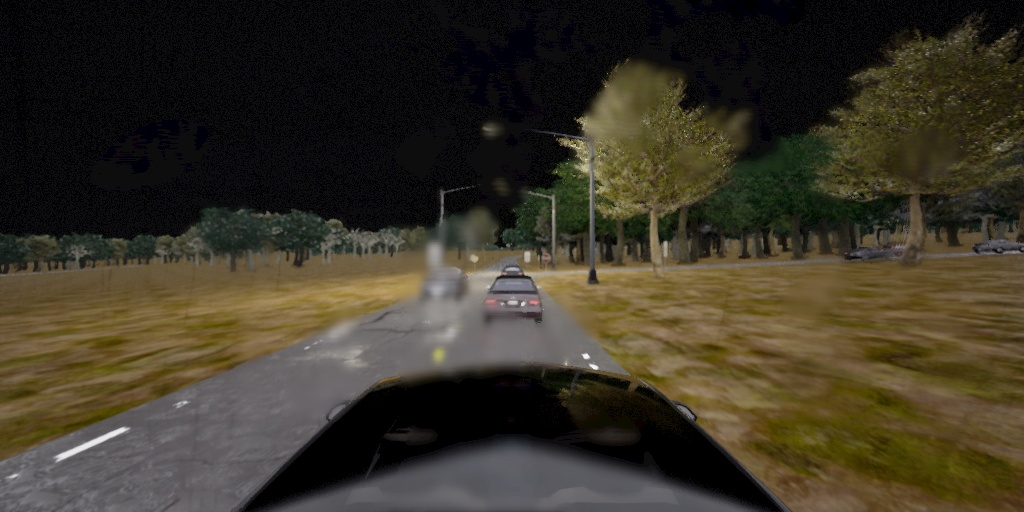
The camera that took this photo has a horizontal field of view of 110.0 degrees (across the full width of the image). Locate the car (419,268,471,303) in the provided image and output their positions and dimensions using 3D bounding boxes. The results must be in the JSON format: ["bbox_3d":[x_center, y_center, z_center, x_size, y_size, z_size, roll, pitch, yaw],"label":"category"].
[{"bbox_3d":[-3.097,1.335,17.344,2.128,1.511,4.902,0,0,0],"label":"car"}]

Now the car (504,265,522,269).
[{"bbox_3d":[0.068,1.431,27.944,1.812,1.442,4.674,0,0,1],"label":"car"}]

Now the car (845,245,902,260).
[{"bbox_3d":[39.119,-0.271,39.185,4.181,1.385,1.994,-3,0,0],"label":"car"}]

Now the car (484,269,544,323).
[{"bbox_3d":[0.064,1.360,12.369,2.033,1.411,5.357,0,0,0],"label":"car"}]

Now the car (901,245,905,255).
[{"bbox_3d":[44.722,-0.568,42.345,4.674,1.442,1.812,-3,0,-1],"label":"car"}]
